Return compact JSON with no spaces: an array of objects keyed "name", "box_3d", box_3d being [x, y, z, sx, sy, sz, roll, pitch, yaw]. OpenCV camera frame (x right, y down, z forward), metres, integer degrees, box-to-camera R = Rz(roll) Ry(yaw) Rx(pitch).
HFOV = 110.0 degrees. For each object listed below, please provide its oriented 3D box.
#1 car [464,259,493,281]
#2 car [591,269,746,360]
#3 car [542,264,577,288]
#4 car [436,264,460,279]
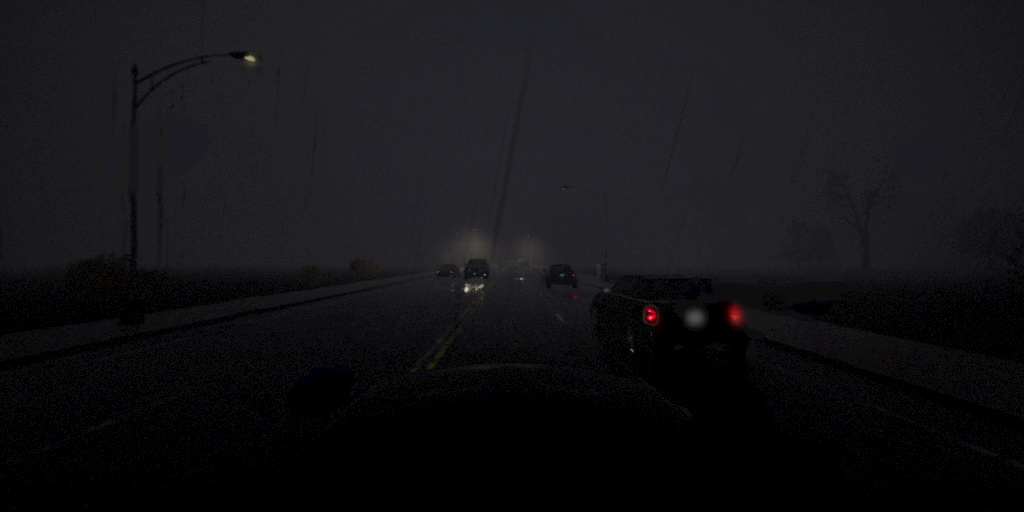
[{"name":"car","box_3d":[-3.351,1.277,35.029,2.150,2.045,5.566,0,0,0]},{"name":"car","box_3d":[3.349,1.167,8.666,2.097,1.767,4.553,0,0,0]},{"name":"car","box_3d":[3.345,1.326,26.037,2.097,1.767,4.553,0,-1,0]},{"name":"car","box_3d":[-6.595,1.555,37.410,1.882,1.535,5.008,0,0,0]}]
